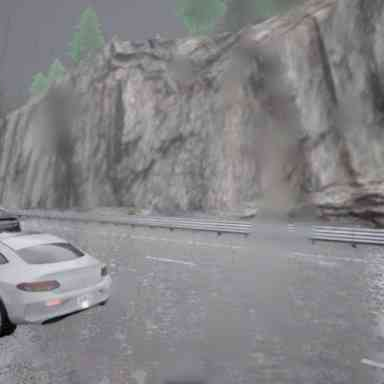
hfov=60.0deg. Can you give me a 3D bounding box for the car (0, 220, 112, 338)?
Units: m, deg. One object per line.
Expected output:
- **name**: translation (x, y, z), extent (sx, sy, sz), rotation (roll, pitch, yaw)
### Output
- **car**: translation (-3.564, 1.522, 6.567), extent (4.674, 1.442, 1.812), rotation (0, 0, 35)

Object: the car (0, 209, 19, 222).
- **car**: translation (-9.803, 1.488, 15.291), extent (4.902, 1.511, 2.128), rotation (0, 0, 36)
